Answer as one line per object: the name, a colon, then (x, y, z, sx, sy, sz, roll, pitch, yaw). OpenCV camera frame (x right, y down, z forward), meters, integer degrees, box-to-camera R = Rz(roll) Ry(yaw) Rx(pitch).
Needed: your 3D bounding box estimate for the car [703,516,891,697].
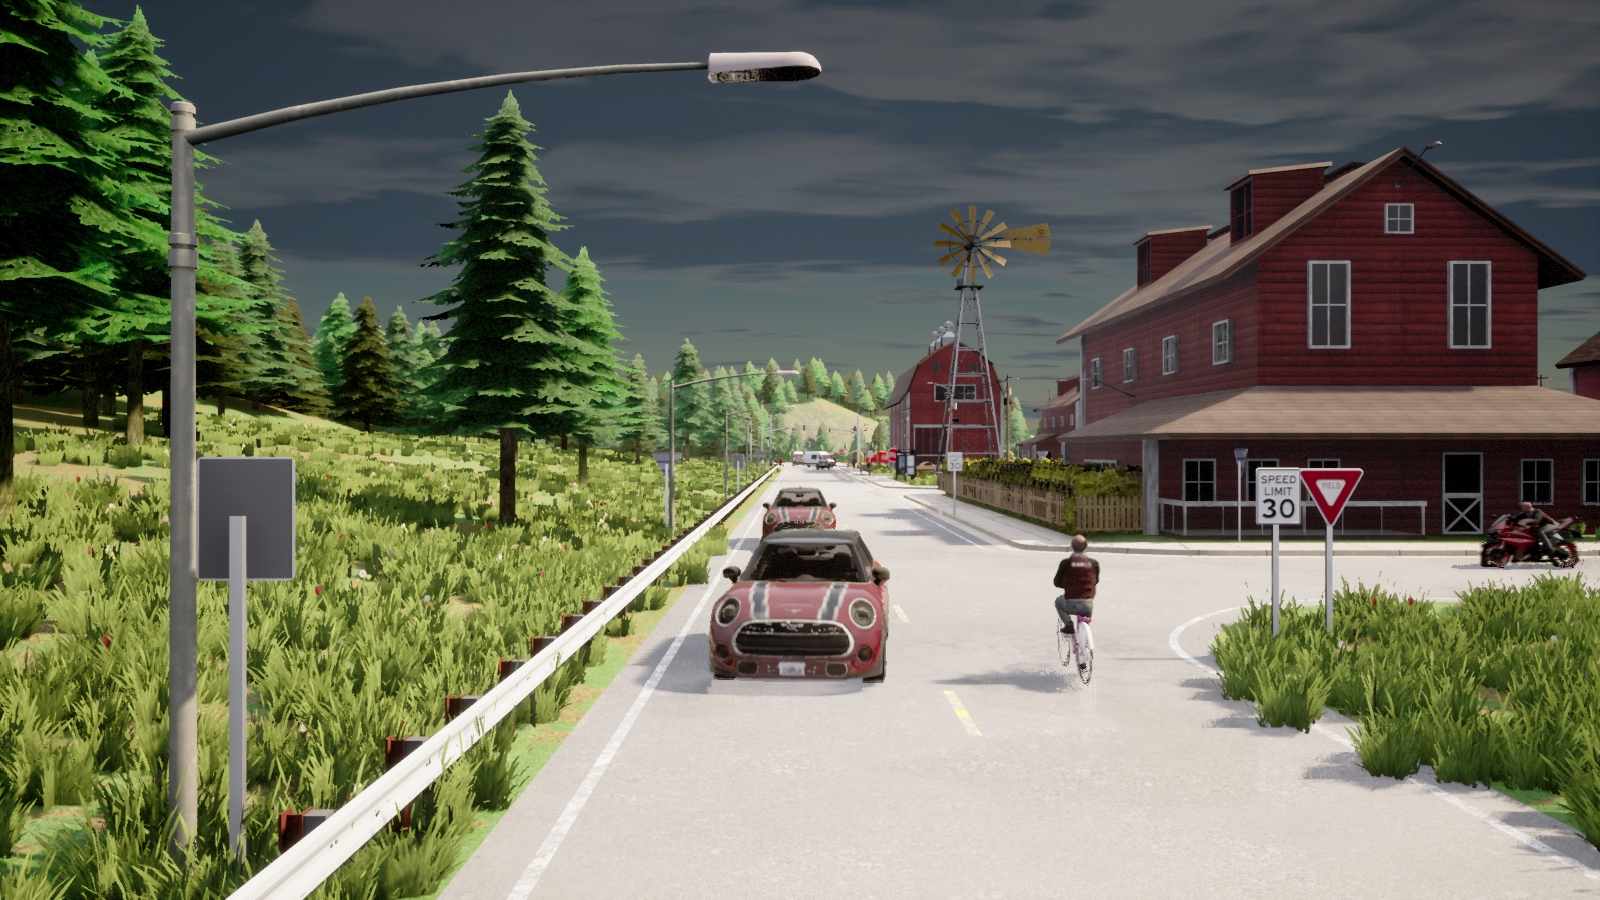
car: (0.140, 1.906, 15.246, 2.097, 1.767, 4.553, 0, 0, 5)

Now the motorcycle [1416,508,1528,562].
motorcycle: (16.405, 2.065, 27.928, 2.209, 1.251, 0.867, 0, 0, 0)

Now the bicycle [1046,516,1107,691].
bicycle: (3.413, 1.836, 14.190, 0.329, 1.919, 1.835, 0, 0, 1)

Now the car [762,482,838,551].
car: (0.032, 1.906, 33.703, 2.097, 1.767, 4.553, 0, 0, 1)
